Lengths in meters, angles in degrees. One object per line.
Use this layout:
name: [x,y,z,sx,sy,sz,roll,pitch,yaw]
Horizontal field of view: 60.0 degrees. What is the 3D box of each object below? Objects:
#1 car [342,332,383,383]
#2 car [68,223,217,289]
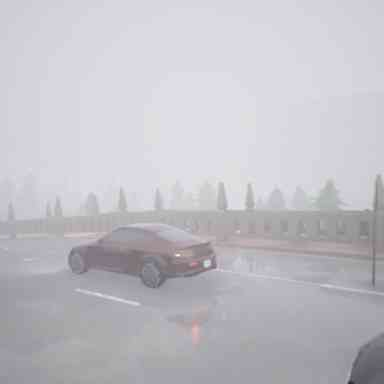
car: [3.387,1.503,1.576,4.902,1.511,2.128,1,0,35]
car: [-1.510,1.619,9.363,4.674,1.442,1.812,-2,-1,35]
